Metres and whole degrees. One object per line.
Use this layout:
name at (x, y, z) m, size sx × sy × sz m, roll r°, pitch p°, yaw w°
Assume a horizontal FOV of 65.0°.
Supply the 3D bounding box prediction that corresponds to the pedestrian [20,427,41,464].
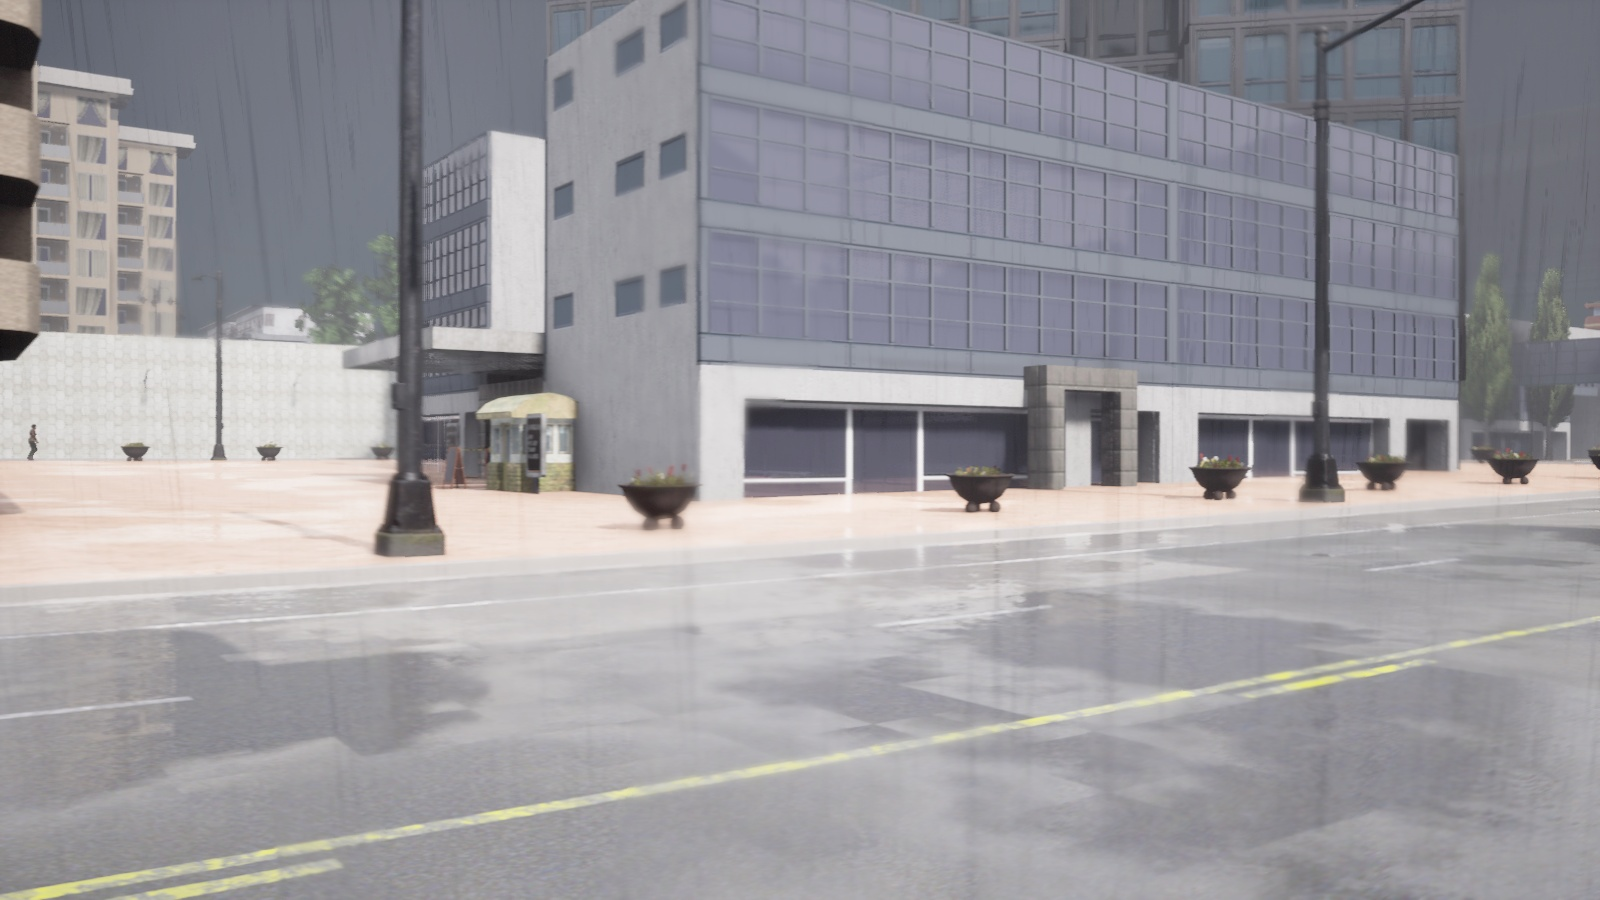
pedestrian at (-38.109, -0.229, 62.217) m, size 0.869 × 1.805 × 0.328 m, roll 0°, pitch 0°, yaw -34°
